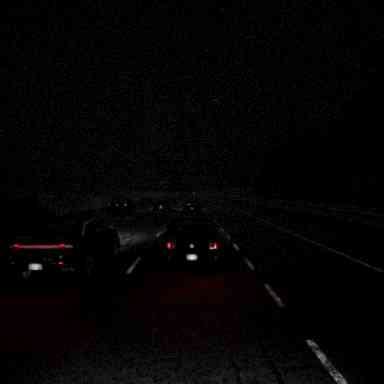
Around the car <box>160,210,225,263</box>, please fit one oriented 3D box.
[{"bbox_3d":[0.005,1.546,11.662,1.895,1.301,4.718,0,0,0],"label":"car"}]

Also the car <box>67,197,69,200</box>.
[{"bbox_3d":[-27.958,1.397,71.112,1.895,1.301,4.718,0,0,0],"label":"car"}]

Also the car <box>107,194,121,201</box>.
[{"bbox_3d":[-17.456,1.172,74.745,1.837,1.490,4.892,0,0,0],"label":"car"}]

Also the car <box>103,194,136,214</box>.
[{"bbox_3d":[-6.981,1.251,33.184,2.097,1.767,4.553,0,0,0],"label":"car"}]

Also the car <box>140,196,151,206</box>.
[{"bbox_3d":[-6.970,1.371,52.140,2.128,1.511,4.902,0,0,0],"label":"car"}]

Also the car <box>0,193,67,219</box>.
[{"bbox_3d":[-6.994,1.173,12.608,2.150,2.045,5.566,0,0,0],"label":"car"}]

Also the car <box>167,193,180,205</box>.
[{"bbox_3d":[-3.467,1.344,56.644,1.882,1.535,5.008,0,0,0],"label":"car"}]

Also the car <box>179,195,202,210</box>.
[{"bbox_3d":[0.020,1.380,34.145,2.128,1.511,4.902,0,0,0],"label":"car"}]

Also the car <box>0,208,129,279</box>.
[{"bbox_3d":[-3.496,1.449,9.859,2.128,1.511,4.902,0,0,0],"label":"car"}]

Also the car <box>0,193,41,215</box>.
[{"bbox_3d":[-17.550,1.141,33.387,2.150,2.045,5.566,0,0,0],"label":"car"}]

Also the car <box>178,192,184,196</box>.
[{"bbox_3d":[-3.453,1.351,77.350,2.033,1.411,5.357,0,0,0],"label":"car"}]

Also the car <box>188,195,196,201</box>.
[{"bbox_3d":[0.047,1.330,77.349,1.812,1.442,4.674,0,0,0],"label":"car"}]

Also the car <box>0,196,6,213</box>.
[{"bbox_3d":[-21.049,1.272,33.439,2.097,1.767,4.553,0,0,0],"label":"car"}]

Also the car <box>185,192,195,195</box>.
[{"bbox_3d":[0.037,1.332,60.240,1.882,1.535,5.008,0,0,0],"label":"car"}]

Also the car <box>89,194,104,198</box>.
[{"bbox_3d":[-20.956,1.177,74.747,1.837,1.490,4.892,0,0,0],"label":"car"}]

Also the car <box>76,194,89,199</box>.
[{"bbox_3d":[-24.456,1.208,74.749,2.128,1.511,4.902,0,0,0],"label":"car"}]

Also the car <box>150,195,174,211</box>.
[{"bbox_3d":[-3.476,1.395,39.542,1.837,1.490,4.892,0,0,0],"label":"car"}]

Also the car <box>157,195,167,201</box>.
[{"bbox_3d":[-6.953,1.340,77.355,1.812,1.442,4.674,0,0,0],"label":"car"}]
